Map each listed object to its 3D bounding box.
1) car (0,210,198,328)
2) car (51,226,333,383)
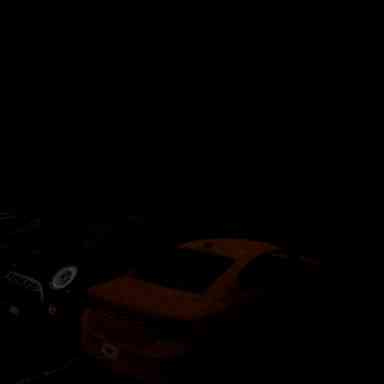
[{"bbox_3d":[-1.422,1.313,7.072,2.185,1.767,4.553,1,0,39],"label":"car"},{"bbox_3d":[0.715,1.484,5.310,2.097,1.535,5.008,1,0,39],"label":"car"}]
